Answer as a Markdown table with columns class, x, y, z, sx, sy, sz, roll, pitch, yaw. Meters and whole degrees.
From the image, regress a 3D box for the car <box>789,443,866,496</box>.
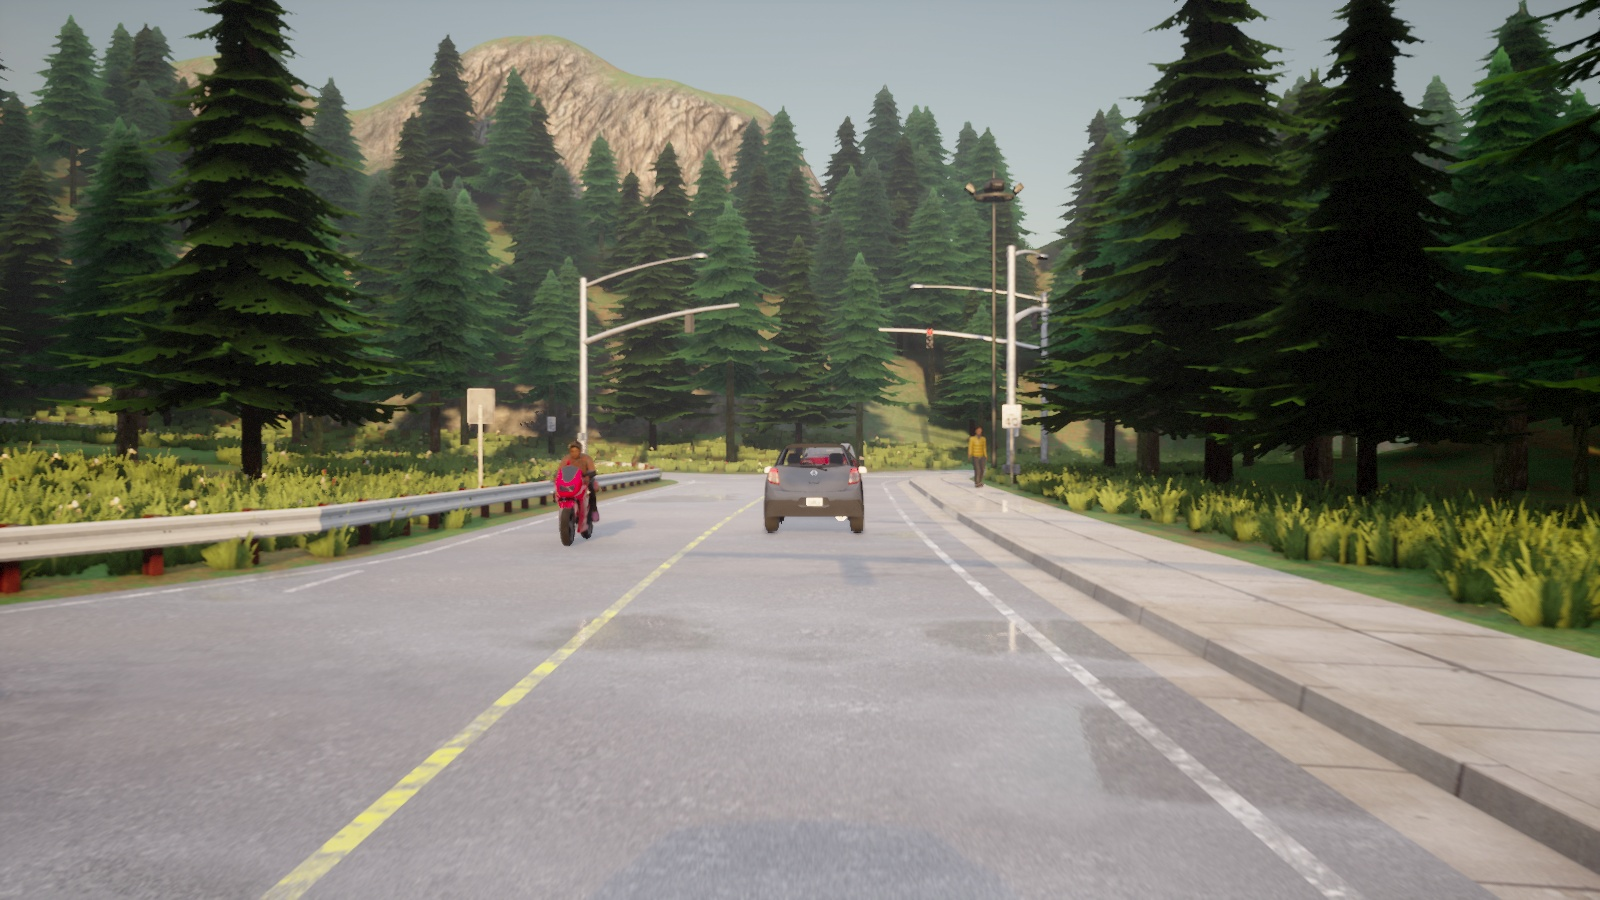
| class | x | y | z | sx | sy | sz | roll | pitch | yaw |
| --- | --- | --- | --- | --- | --- | --- | --- | --- | --- |
| car | 0.886 | 0.535 | 37.628 | 2.163 | 1.488 | 4.792 | 0 | 0 | 3 |

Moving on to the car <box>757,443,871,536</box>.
| class | x | y | z | sx | sy | sz | roll | pitch | yaw |
| --- | --- | --- | --- | --- | --- | --- | --- | --- | --- |
| car | 0.269 | 0.635 | 22.068 | 1.845 | 1.501 | 3.633 | 0 | 0 | 1 |

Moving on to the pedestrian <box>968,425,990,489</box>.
| class | x | y | z | sx | sy | sz | roll | pitch | yaw |
| --- | --- | --- | --- | --- | --- | --- | --- | --- | --- |
| pedestrian | 5.219 | 0.206 | 36.615 | 0.431 | 1.840 | 0.709 | 0 | 0 | -10 |

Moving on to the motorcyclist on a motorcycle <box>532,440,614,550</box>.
| class | x | y | z | sx | sy | sz | roll | pitch | yaw |
| --- | --- | --- | --- | --- | --- | --- | --- | --- | --- |
| motorcyclist on a motorcycle | -3.319 | 0.621 | 18.532 | 0.797 | 1.523 | 2.044 | 0 | 0 | 1 |
